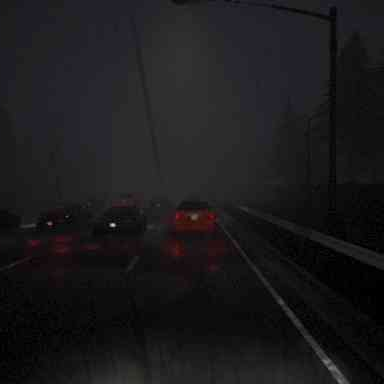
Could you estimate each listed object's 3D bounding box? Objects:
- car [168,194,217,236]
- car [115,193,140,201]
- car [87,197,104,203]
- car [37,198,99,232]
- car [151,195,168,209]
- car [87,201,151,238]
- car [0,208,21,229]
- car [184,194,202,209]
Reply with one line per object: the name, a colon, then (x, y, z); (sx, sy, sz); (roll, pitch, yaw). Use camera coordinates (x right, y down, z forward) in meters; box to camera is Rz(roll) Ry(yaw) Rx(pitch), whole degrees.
car: (0.101, 1.146, 17.102); (2.097, 1.767, 4.553); (0, 1, 0)
car: (-6.914, 0.921, 35.956); (2.097, 1.767, 4.553); (0, 1, 0)
car: (-10.418, 1.193, 34.082); (1.895, 1.301, 4.718); (0, 1, 0)
car: (-6.900, 1.304, 18.423); (1.812, 1.442, 4.674); (0, 1, 0)
car: (-3.411, 1.073, 36.286); (1.837, 1.490, 4.892); (0, 1, 0)
car: (-3.399, 1.369, 16.294); (1.994, 1.385, 4.181); (0, 1, 0)
car: (-10.401, 1.327, 16.505); (1.812, 1.442, 4.674); (0, 1, 0)
car: (0.093, 1.021, 38.134); (1.882, 1.535, 5.008); (0, 1, 0)
